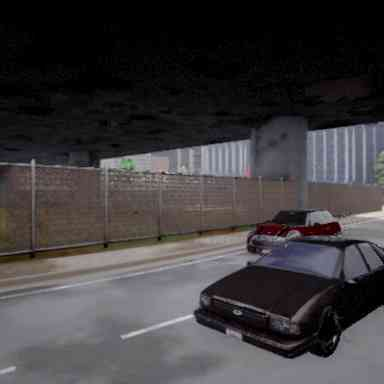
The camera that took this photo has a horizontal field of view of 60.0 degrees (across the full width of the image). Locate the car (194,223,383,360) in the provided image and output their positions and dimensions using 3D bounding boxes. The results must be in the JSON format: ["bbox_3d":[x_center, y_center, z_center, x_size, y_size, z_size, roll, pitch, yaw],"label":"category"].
[{"bbox_3d":[2.509,1.599,6.408,5.357,1.411,2.033,0,-1,-43],"label":"car"}]

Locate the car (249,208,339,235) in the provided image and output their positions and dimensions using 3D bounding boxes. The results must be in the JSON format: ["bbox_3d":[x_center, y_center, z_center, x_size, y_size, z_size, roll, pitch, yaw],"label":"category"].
[{"bbox_3d":[4.090,1.455,12.937,2.097,1.767,4.553,-1,-1,44],"label":"car"}]
